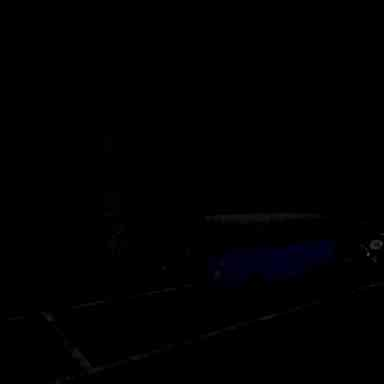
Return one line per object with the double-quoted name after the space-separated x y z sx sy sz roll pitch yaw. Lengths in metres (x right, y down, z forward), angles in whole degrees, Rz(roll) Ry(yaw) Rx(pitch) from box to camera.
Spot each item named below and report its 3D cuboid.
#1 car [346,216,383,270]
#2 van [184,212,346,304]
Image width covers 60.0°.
6.335 1.559 11.287 4.097 1.590 1.967 1 0 -36 "car"
1.745 1.402 8.012 3.998 1.788 1.690 1 0 -36 "van"
